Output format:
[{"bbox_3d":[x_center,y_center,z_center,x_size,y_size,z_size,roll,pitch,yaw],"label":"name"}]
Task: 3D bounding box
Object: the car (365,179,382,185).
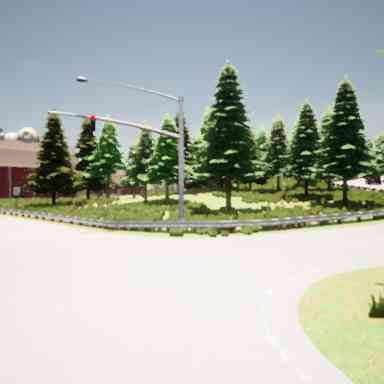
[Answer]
[{"bbox_3d":[28.384,-1.940,52.192,1.837,1.490,4.892,0,5,20],"label":"car"}]
